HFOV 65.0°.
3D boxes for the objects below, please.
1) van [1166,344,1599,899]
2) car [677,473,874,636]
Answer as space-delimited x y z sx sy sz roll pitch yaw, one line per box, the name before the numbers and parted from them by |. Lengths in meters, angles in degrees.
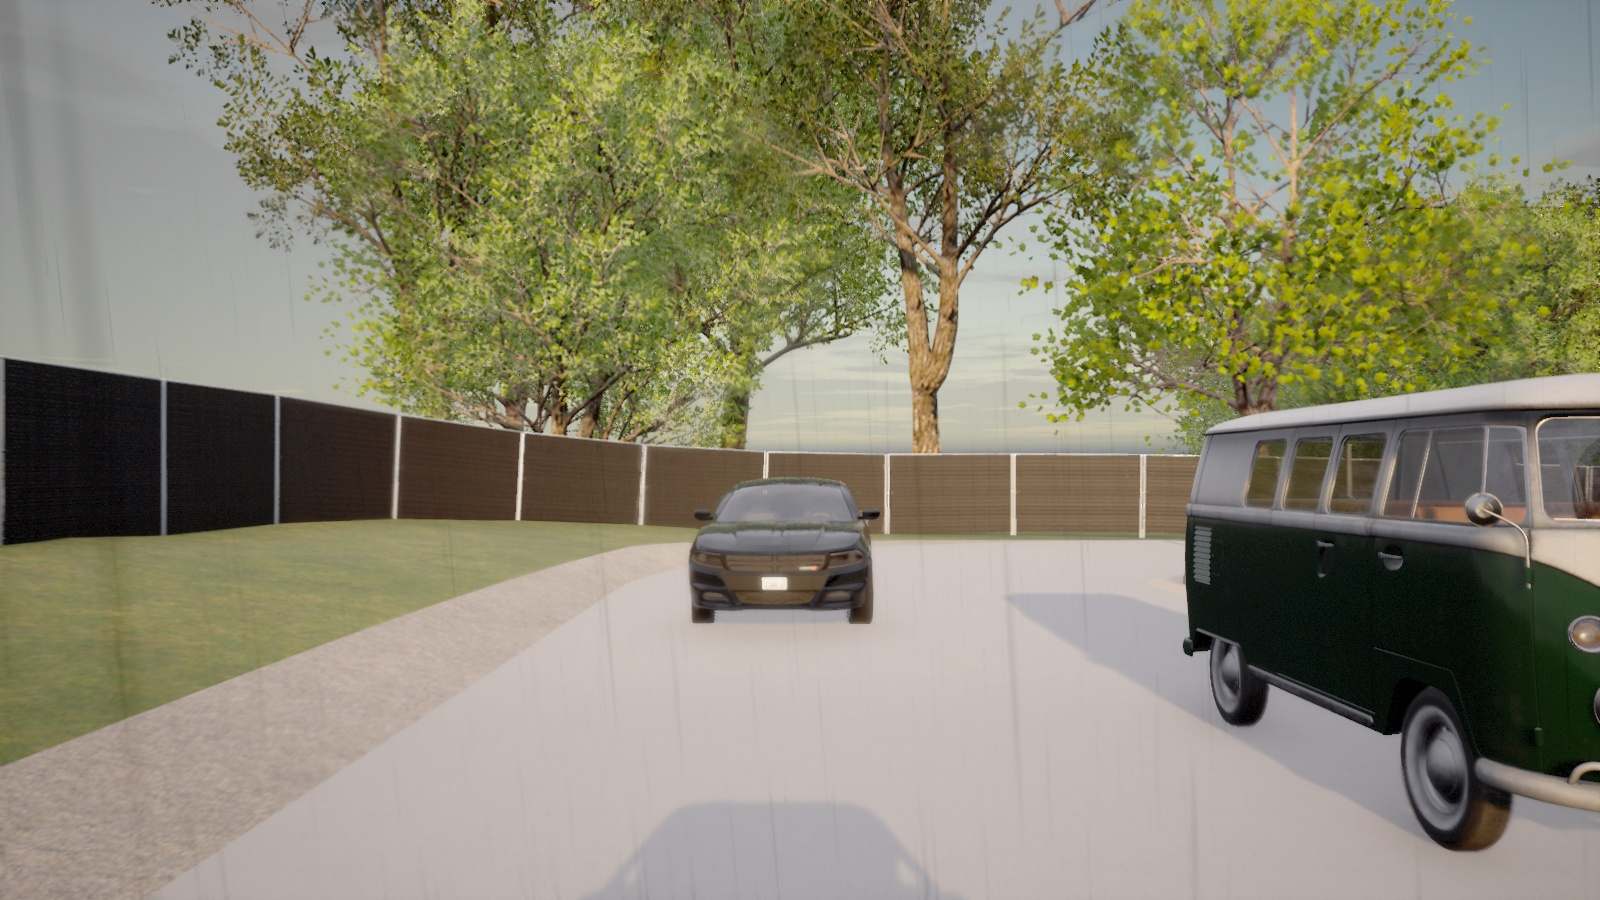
van | 3.454 0.666 6.506 1.775 1.987 4.442 0 -1 0
car | -0.110 1.059 14.613 1.882 1.535 5.008 -1 -1 3
